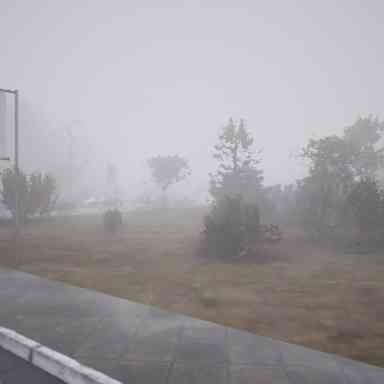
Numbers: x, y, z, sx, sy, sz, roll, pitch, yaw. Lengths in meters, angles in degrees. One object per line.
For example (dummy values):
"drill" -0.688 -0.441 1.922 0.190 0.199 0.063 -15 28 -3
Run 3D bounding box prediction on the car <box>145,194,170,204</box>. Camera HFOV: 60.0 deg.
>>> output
"car" -5.825 1.175 55.274 2.097 1.767 4.553 0 1 39

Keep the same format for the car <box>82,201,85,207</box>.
"car" -14.483 1.465 50.041 1.812 1.442 4.674 0 0 39

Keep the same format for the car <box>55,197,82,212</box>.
"car" -15.290 1.348 37.467 2.097 1.767 4.553 0 0 39

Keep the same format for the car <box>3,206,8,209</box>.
"car" -20.776 1.542 42.137 2.033 1.411 5.357 0 0 39

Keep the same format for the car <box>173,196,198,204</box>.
"car" -1.032 1.373 55.471 1.895 1.301 4.718 0 1 38

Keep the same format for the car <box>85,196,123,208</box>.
"car" -12.158 1.423 47.332 1.882 1.535 5.008 0 1 39
